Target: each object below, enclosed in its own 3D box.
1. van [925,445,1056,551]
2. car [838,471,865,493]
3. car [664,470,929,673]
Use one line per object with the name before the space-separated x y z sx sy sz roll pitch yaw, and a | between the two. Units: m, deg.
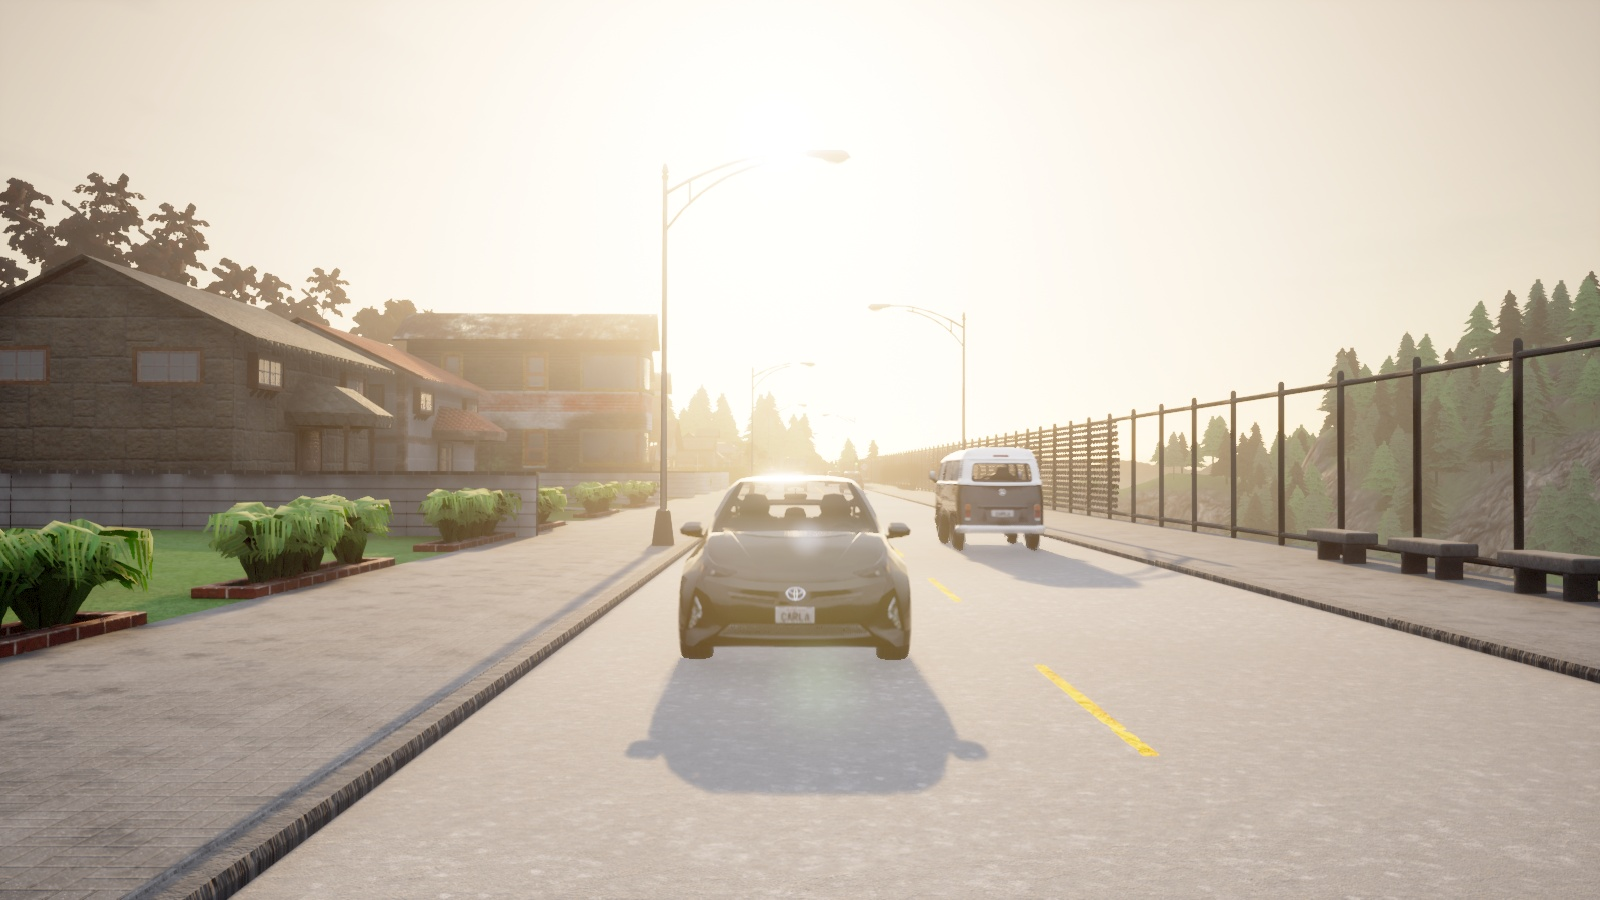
van | 3.915 0.967 26.556 2.069 2.038 4.480 0 -1 0
car | 3.711 2.300 90.823 1.789 1.549 3.705 0 -1 0
car | -0.036 0.959 11.789 2.007 1.525 4.514 0 -1 0
